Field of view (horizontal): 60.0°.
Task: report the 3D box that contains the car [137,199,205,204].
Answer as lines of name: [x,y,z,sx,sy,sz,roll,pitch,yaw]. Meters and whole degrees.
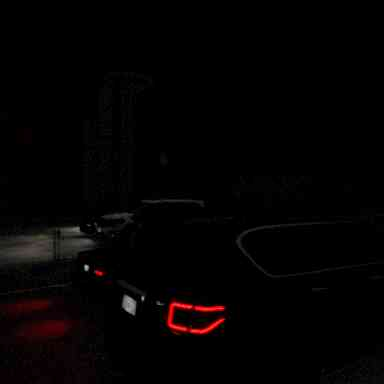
car: [-1.668,1.339,15.698,5.566,2.045,2.150,2,-1,-35]

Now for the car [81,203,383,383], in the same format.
car: [1.557,1.257,4.856,5.566,2.045,2.150,1,-1,-35]

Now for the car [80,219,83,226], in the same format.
car: [-3.665,1.596,18.575,5.008,1.535,1.882,2,-1,-35]

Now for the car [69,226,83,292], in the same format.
car: [-0.045,1.594,8.013,5.357,1.411,2.033,1,-1,-35]

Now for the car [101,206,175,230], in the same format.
car: [-3.629,1.705,22.898,4.674,1.442,1.812,2,-1,-35]
